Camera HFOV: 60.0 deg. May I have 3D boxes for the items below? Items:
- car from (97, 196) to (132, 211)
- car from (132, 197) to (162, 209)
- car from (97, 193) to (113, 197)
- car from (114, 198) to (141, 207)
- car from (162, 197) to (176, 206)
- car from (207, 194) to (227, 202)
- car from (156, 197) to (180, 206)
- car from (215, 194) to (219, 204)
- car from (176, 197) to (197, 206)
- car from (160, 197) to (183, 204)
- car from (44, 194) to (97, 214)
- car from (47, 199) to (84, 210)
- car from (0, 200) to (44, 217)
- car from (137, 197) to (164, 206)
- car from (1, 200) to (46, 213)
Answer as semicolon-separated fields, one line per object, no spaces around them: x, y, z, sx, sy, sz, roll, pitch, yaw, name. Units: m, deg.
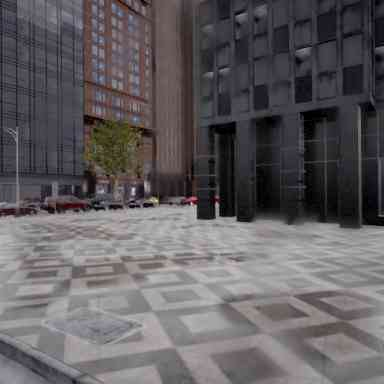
-9.642;1.525;39.141;1.947;1.339;4.313;-1;0;35;car
-6.435;1.509;43.778;1.947;1.339;4.313;-1;0;35;car
-12.854;1.238;44.637;2.150;2.045;5.566;-1;0;35;car
-10.236;1.613;53.269;1.802;1.307;4.206;-1;0;35;car
-2.030;1.496;54.748;2.033;1.411;5.357;-1;0;35;car
5.798;1.297;76.464;2.192;1.841;5.009;-1;0;35;car
-4.113;1.548;57.154;1.994;1.385;4.181;-1;0;35;car
3.183;1.223;57.694;2.192;1.841;5.009;-1;0;35;car
-0.022;1.463;53.055;1.887;1.381;4.507;-1;0;35;car
-3.822;1.575;62.547;1.947;1.339;4.313;-1;0;35;car
-12.850;1.291;34.504;2.192;1.841;5.009;-1;0;35;car
-16.651;1.642;43.992;1.802;1.307;4.206;-1;0;35;car
-16.055;1.577;29.864;1.802;1.307;4.206;-1;0;35;car
-7.127;1.545;57.767;1.752;1.417;4.829;-1;0;35;car
-19.858;1.643;39.354;1.947;1.339;4.313;-1;0;35;car
